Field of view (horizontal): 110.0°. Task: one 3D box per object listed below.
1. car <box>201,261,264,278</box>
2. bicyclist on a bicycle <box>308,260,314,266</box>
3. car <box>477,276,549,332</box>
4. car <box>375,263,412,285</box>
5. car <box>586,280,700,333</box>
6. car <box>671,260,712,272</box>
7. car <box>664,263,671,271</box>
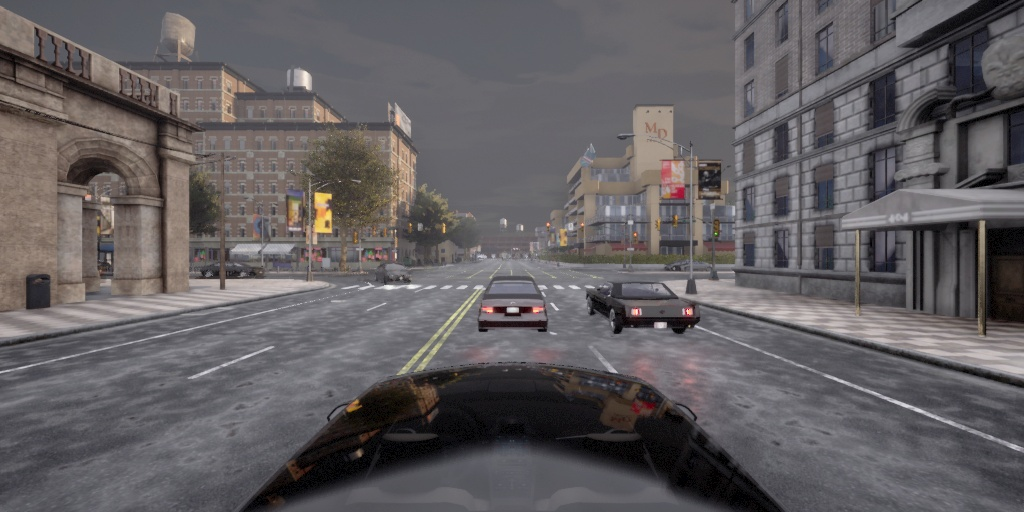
[{"bbox_3d":[-25.596,1.228,32.946,5.008,1.535,1.882,0,0,0],"label":"car"},{"bbox_3d":[-31.369,1.050,55.916,0.582,1.620,1.656,0,0,0],"label":"bicyclist on a bicycle"},{"bbox_3d":[0.019,1.297,10.821,2.033,1.411,5.357,0,0,0],"label":"car"},{"bbox_3d":[-8.795,1.255,26.465,1.837,1.490,4.892,3,-1,-32],"label":"car"},{"bbox_3d":[3.520,1.351,10.703,1.895,1.301,4.718,0,0,0],"label":"car"},{"bbox_3d":[22.709,1.314,44.758,4.181,1.385,1.994,0,0,0],"label":"car"},{"bbox_3d":[23.004,1.242,48.255,4.902,1.511,2.128,0,0,0],"label":"car"}]
